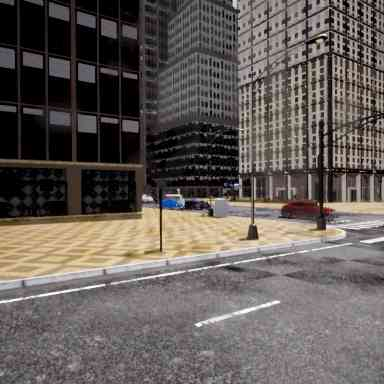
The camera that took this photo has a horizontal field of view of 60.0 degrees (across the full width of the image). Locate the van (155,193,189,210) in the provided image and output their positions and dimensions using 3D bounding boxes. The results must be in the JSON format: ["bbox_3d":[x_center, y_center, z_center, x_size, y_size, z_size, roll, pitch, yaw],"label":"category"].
[{"bbox_3d":[-2.405,1.211,39.494,1.690,1.788,3.998,0,0,-34],"label":"van"}]

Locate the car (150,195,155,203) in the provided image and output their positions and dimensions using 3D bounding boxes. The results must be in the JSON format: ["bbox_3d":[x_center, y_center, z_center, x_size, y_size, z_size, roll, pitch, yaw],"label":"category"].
[{"bbox_3d":[-4.746,1.036,57.956,2.192,1.841,5.009,0,0,-34],"label":"car"}]

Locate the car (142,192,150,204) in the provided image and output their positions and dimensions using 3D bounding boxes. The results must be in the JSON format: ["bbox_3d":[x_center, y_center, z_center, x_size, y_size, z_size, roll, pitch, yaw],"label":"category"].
[{"bbox_3d":[-8.568,1.254,58.986,1.812,1.442,4.674,-1,1,-34],"label":"car"}]

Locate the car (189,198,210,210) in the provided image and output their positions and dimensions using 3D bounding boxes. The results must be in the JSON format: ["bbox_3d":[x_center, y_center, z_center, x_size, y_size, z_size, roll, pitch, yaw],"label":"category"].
[{"bbox_3d":[0.435,1.418,39.916,1.994,1.385,4.181,-1,1,-34],"label":"car"}]

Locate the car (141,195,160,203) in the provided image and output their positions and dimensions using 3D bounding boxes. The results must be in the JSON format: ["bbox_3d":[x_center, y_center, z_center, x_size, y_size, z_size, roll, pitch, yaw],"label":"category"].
[{"bbox_3d":[-7.843,1.239,62.551,1.887,1.381,4.507,0,0,-34],"label":"car"}]

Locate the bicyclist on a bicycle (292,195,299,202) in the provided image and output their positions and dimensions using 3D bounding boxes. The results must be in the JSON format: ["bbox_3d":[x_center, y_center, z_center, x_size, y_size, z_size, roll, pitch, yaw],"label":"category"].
[{"bbox_3d":[11.983,1.119,38.402,1.656,1.620,0.582,-1,1,-34],"label":"bicyclist on a bicycle"}]

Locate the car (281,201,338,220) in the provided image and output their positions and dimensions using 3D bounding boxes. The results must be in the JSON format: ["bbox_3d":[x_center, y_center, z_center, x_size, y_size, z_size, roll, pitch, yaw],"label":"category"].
[{"bbox_3d":[9.322,1.454,26.847,1.812,1.442,4.674,-1,1,-36],"label":"car"}]

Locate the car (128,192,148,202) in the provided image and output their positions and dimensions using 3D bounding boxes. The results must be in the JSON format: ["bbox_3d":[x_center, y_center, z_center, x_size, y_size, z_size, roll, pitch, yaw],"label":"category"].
[{"bbox_3d":[-10.940,0.983,67.143,2.192,1.841,5.009,0,0,-34],"label":"car"}]
